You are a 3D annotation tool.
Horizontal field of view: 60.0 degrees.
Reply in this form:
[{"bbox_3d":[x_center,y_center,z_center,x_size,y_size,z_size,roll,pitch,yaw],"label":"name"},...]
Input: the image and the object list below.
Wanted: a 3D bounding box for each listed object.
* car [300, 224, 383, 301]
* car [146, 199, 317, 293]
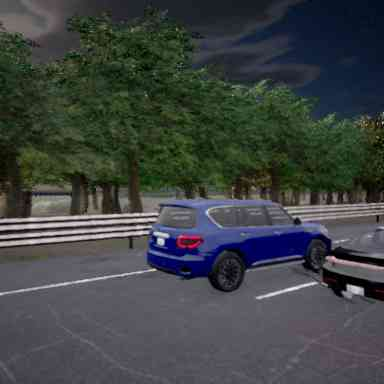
[{"bbox_3d":[4.805,1.481,7.180,4.902,1.511,2.128,0,0,-36],"label":"car"},{"bbox_3d":[1.473,1.212,9.101,5.566,2.045,2.150,0,0,-36],"label":"car"}]
